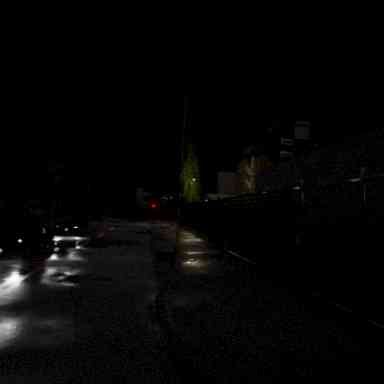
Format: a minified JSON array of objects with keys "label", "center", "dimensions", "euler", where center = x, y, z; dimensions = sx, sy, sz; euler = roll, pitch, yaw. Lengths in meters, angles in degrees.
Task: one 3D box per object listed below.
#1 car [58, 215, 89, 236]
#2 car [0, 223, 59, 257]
[{"label":"car","center":[-9.532,2.646,26.818],"dimensions":[1.837,1.490,4.892],"euler":[4,-4,-8]},{"label":"car","center":[-7.964,2.127,15.447],"dimensions":[1.895,1.301,4.718],"euler":[4,-4,-8]}]
